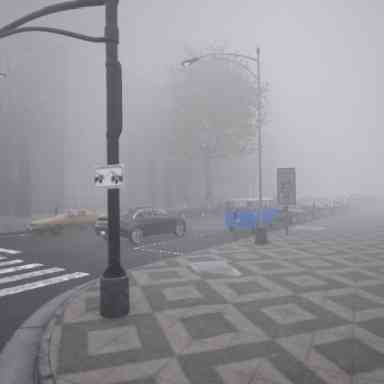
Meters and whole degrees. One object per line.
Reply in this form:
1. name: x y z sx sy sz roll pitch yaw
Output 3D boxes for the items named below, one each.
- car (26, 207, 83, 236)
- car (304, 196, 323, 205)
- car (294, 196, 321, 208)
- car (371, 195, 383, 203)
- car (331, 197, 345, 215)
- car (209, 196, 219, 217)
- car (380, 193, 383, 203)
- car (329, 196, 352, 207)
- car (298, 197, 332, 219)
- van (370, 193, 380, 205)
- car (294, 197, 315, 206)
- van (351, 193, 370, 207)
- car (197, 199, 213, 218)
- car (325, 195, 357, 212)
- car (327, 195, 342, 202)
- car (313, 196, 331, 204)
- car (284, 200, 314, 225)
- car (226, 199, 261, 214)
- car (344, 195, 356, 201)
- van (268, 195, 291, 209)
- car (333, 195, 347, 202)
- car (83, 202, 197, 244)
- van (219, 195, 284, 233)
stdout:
1. car: -6.795 1.563 18.855 1.752 1.417 4.829 -1 0 36
2. car: 21.015 1.439 57.490 1.752 1.417 4.829 -1 0 36
3. car: 15.947 1.386 45.724 2.128 1.511 4.902 -1 -1 36
4. car: 35.000 1.304 62.330 1.947 1.339 4.313 -1 -1 36
5. car: 12.867 1.408 31.574 1.802 1.307 4.206 -1 0 36
6. car: 2.575 1.306 31.872 2.192 1.841 5.009 -1 0 36
7. car: 31.936 1.275 58.074 1.752 1.417 4.829 -1 -1 36
8. car: 21.789 1.375 48.705 2.033 1.411 5.357 -1 -1 36
9. car: 9.704 1.385 27.179 1.887 1.381 4.507 -1 0 36
10. van: 28.673 1.102 53.544 1.690 1.788 3.998 -1 -1 36
11. car: 18.025 1.491 53.334 1.947 1.339 4.313 -1 0 36
12. van: 22.349 1.127 44.756 1.690 1.788 3.998 -1 0 36
13. car: -0.511 1.551 27.577 1.887 1.381 4.507 -1 0 36
14. car: 16.028 1.363 35.967 2.008 1.369 4.403 -1 0 36
15. car: 29.970 1.432 69.934 2.008 1.369 4.403 -1 -1 36
16. car: 24.204 1.453 61.921 2.008 1.369 4.403 -1 -1 36
17. car: 6.543 1.422 22.785 1.947 1.339 4.313 -1 0 36
18. car: 5.668 1.528 36.163 2.008 1.369 4.403 -1 0 36
19. car: 39.510 1.401 83.192 2.008 1.369 4.403 -1 -1 36
20. van: 11.843 1.292 44.750 1.690 1.788 3.998 -1 0 36
21. car: 33.150 1.415 74.353 1.887 1.381 4.507 -1 -1 36
22. car: -2.178 1.429 15.401 2.128 1.511 4.902 -1 -1 36
23. van: 3.378 1.212 18.393 1.690 1.788 3.998 -1 0 36
